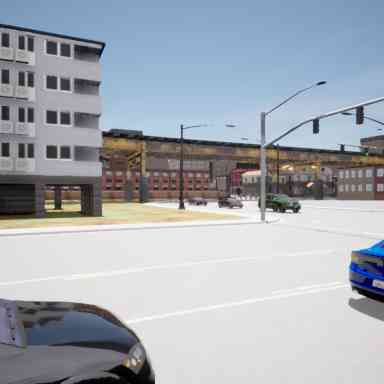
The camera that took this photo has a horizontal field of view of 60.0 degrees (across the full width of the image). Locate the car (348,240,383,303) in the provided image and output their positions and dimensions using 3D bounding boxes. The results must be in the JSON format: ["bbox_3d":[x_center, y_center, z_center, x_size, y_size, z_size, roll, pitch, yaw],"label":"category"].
[{"bbox_3d":[5.560,1.478,6.910,5.008,1.535,1.882,0,0,-25],"label":"car"}]

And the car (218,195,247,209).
[{"bbox_3d":[5.278,1.526,46.437,1.812,1.442,4.674,0,0,-25],"label":"car"}]

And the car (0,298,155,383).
[{"bbox_3d":[-2.418,1.564,2.758,4.181,1.385,1.994,0,0,-32],"label":"car"}]

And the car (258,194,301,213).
[{"bbox_3d":[9.651,1.222,37.283,2.150,2.045,5.566,0,0,-26],"label":"car"}]

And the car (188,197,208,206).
[{"bbox_3d":[0.858,1.547,55.887,2.033,1.411,5.357,0,0,-20],"label":"car"}]
